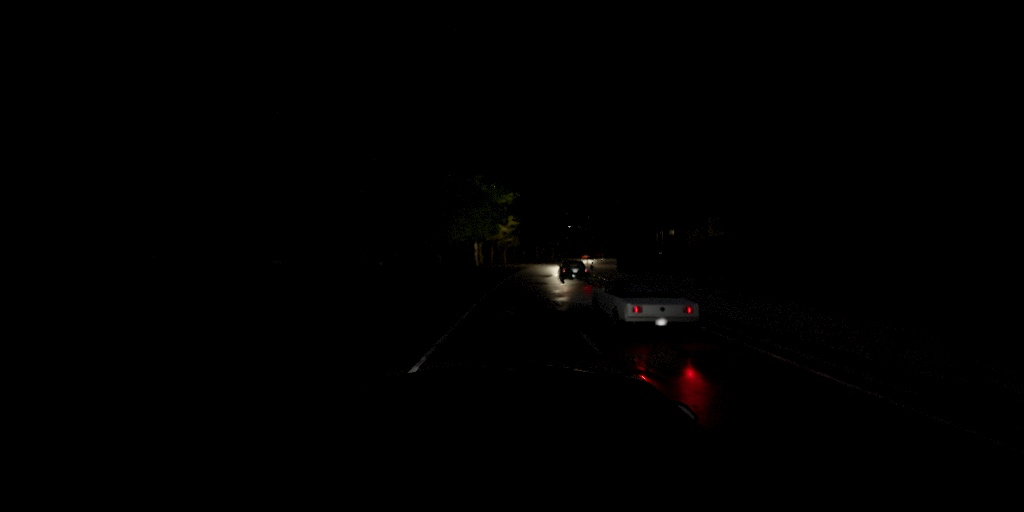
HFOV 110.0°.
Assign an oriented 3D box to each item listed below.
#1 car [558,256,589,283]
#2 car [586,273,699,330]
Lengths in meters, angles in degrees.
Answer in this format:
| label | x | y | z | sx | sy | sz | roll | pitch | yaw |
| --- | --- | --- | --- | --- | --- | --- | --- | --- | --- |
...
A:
| label | x | y | z | sx | sy | sz | roll | pitch | yaw |
| --- | --- | --- | --- | --- | --- | --- | --- | --- | --- |
| car | 4.698 | 1.111 | 27.860 | 2.097 | 1.767 | 4.553 | 0 | 0 | 4 |
| car | 3.770 | 1.366 | 11.132 | 1.895 | 1.301 | 4.718 | 0 | 0 | 2 |
